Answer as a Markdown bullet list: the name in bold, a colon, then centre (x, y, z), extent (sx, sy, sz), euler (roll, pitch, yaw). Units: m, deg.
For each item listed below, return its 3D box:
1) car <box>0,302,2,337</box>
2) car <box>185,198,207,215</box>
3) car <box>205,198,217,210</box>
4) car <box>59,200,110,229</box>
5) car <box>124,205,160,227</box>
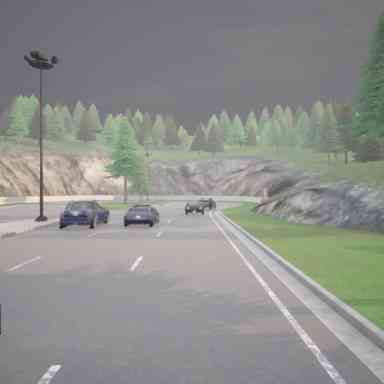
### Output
- **car**: centre (-3.399, 1.221, 1.698), extent (2.150, 2.045, 5.566), euler (0, 0, 0)
- **car**: centre (0.330, 1.601, 34.286), extent (1.895, 1.301, 4.718), euler (0, 0, 2)
- **car**: centre (2.003, 1.491, 43.774), extent (2.128, 1.511, 4.902), euler (0, 0, 14)
- **car**: centre (-6.898, 1.353, 21.831), extent (2.097, 1.767, 4.553), euler (0, 0, 0)
- **car**: centre (-3.397, 1.564, 22.962), extent (1.994, 1.385, 4.181), euler (0, 0, 0)
